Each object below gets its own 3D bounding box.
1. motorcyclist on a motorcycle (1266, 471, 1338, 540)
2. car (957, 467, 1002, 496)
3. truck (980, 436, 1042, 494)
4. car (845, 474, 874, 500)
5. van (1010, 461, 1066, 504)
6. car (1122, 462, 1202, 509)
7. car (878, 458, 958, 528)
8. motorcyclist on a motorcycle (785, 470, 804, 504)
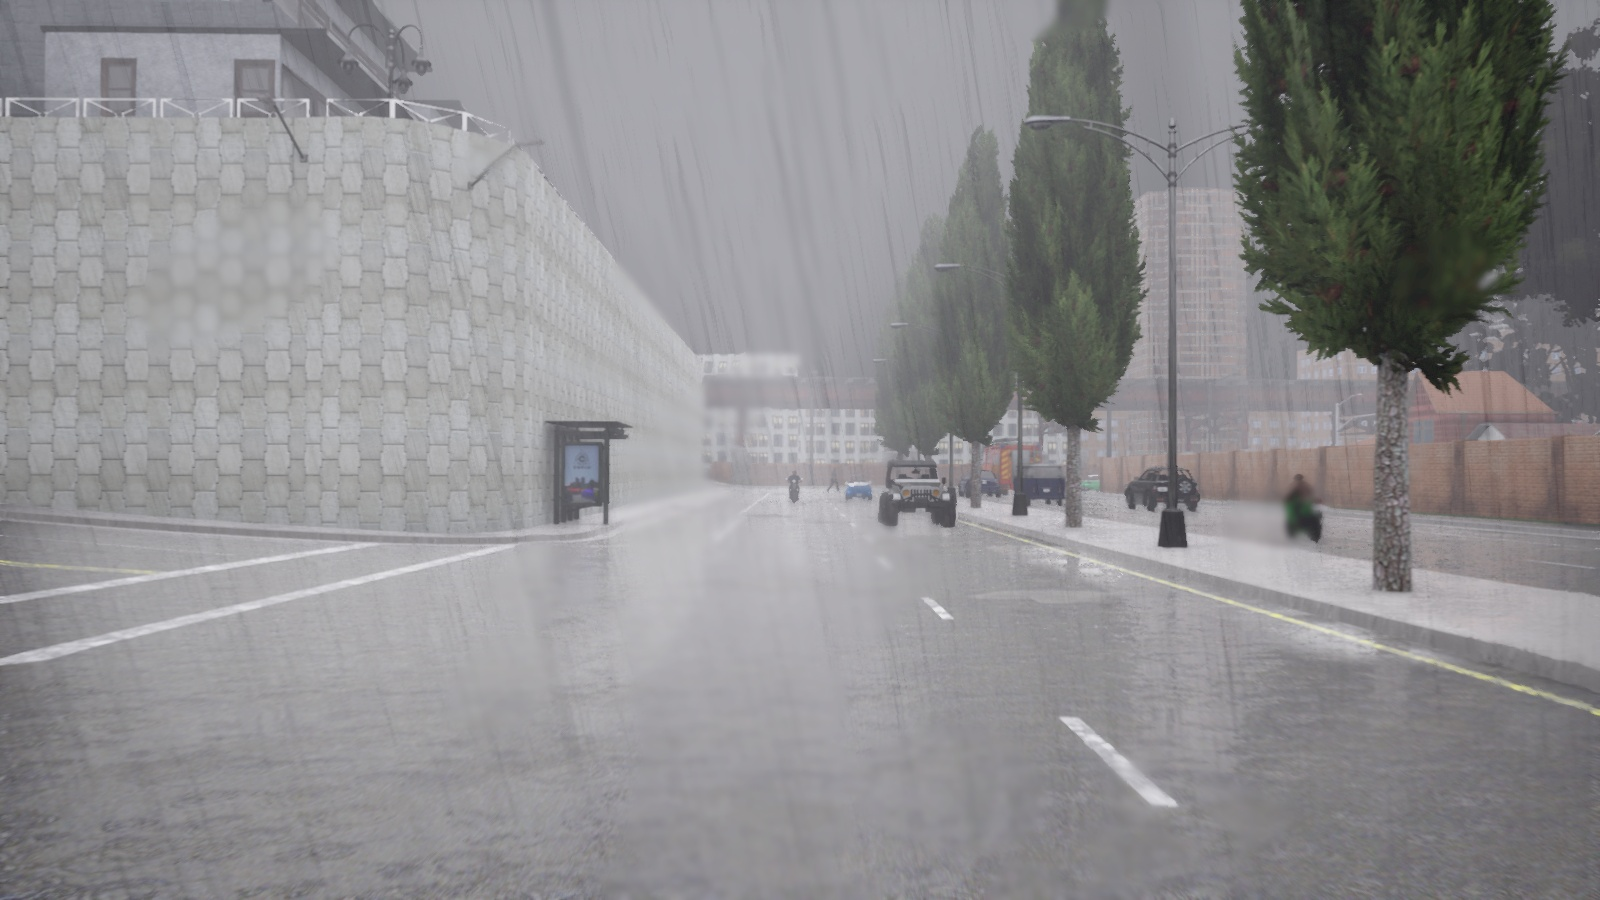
[{"bbox_3d":[11.359,1.230,28.489,0.797,1.523,2.044,0,-1,0],"label":"motorcyclist on a motorcycle"},{"bbox_3d":[11.139,1.942,78.275,2.097,1.767,4.553,0,-1,0],"label":"car"},{"bbox_3d":[14.594,1.060,87.508,2.891,3.827,8.468,0,-1,0],"label":"truck"},{"bbox_3d":[3.168,1.980,66.965,1.481,1.376,2.207,0,-1,1],"label":"car"},{"bbox_3d":[11.224,1.519,59.370,1.775,1.987,4.442,0,-1,0],"label":"van"},{"bbox_3d":[14.760,1.436,51.492,1.932,1.855,4.605,0,-1,0],"label":"car"},{"bbox_3d":[3.330,1.201,36.006,1.905,1.878,3.866,0,-1,0],"label":"car"},{"bbox_3d":[-0.258,1.789,60.811,0.866,1.590,1.817,0,-1,0],"label":"motorcyclist on a motorcycle"}]
